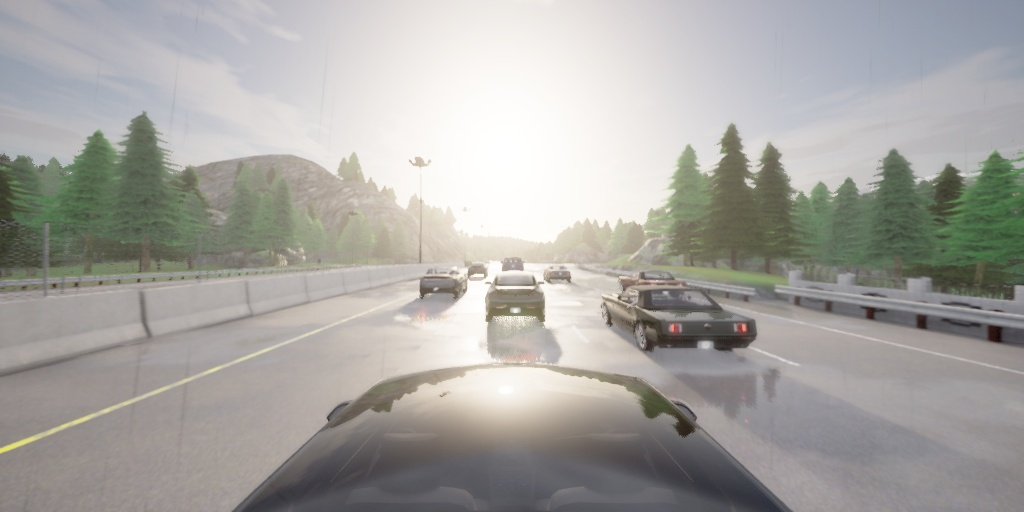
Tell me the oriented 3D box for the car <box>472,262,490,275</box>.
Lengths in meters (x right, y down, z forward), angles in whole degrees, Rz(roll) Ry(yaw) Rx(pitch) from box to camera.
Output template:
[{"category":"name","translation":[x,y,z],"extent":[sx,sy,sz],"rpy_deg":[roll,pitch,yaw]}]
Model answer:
[{"category":"car","translation":[-3.407,1.358,36.547],"extent":[1.837,1.490,4.892],"rpy_deg":[0,0,0]}]

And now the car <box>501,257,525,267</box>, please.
[{"category":"car","translation":[0.094,1.073,35.911],"extent":[2.150,2.045,5.566],"rpy_deg":[0,0,0]}]

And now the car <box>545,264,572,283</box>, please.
[{"category":"car","translation":[3.597,1.379,29.086],"extent":[2.033,1.411,5.357],"rpy_deg":[0,0,0]}]

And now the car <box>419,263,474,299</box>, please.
[{"category":"car","translation":[-3.401,1.291,18.466],"extent":[2.128,1.511,4.902],"rpy_deg":[0,0,0]}]

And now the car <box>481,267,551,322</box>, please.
[{"category":"car","translation":[0.098,1.286,12.487],"extent":[1.837,1.490,4.892],"rpy_deg":[0,0,0]}]

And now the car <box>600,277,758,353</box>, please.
[{"category":"car","translation":[3.599,1.371,8.879],"extent":[1.895,1.301,4.718],"rpy_deg":[0,0,0]}]

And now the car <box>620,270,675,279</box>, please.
[{"category":"car","translation":[7.098,1.401,18.727],"extent":[1.895,1.301,4.718],"rpy_deg":[0,0,0]}]
